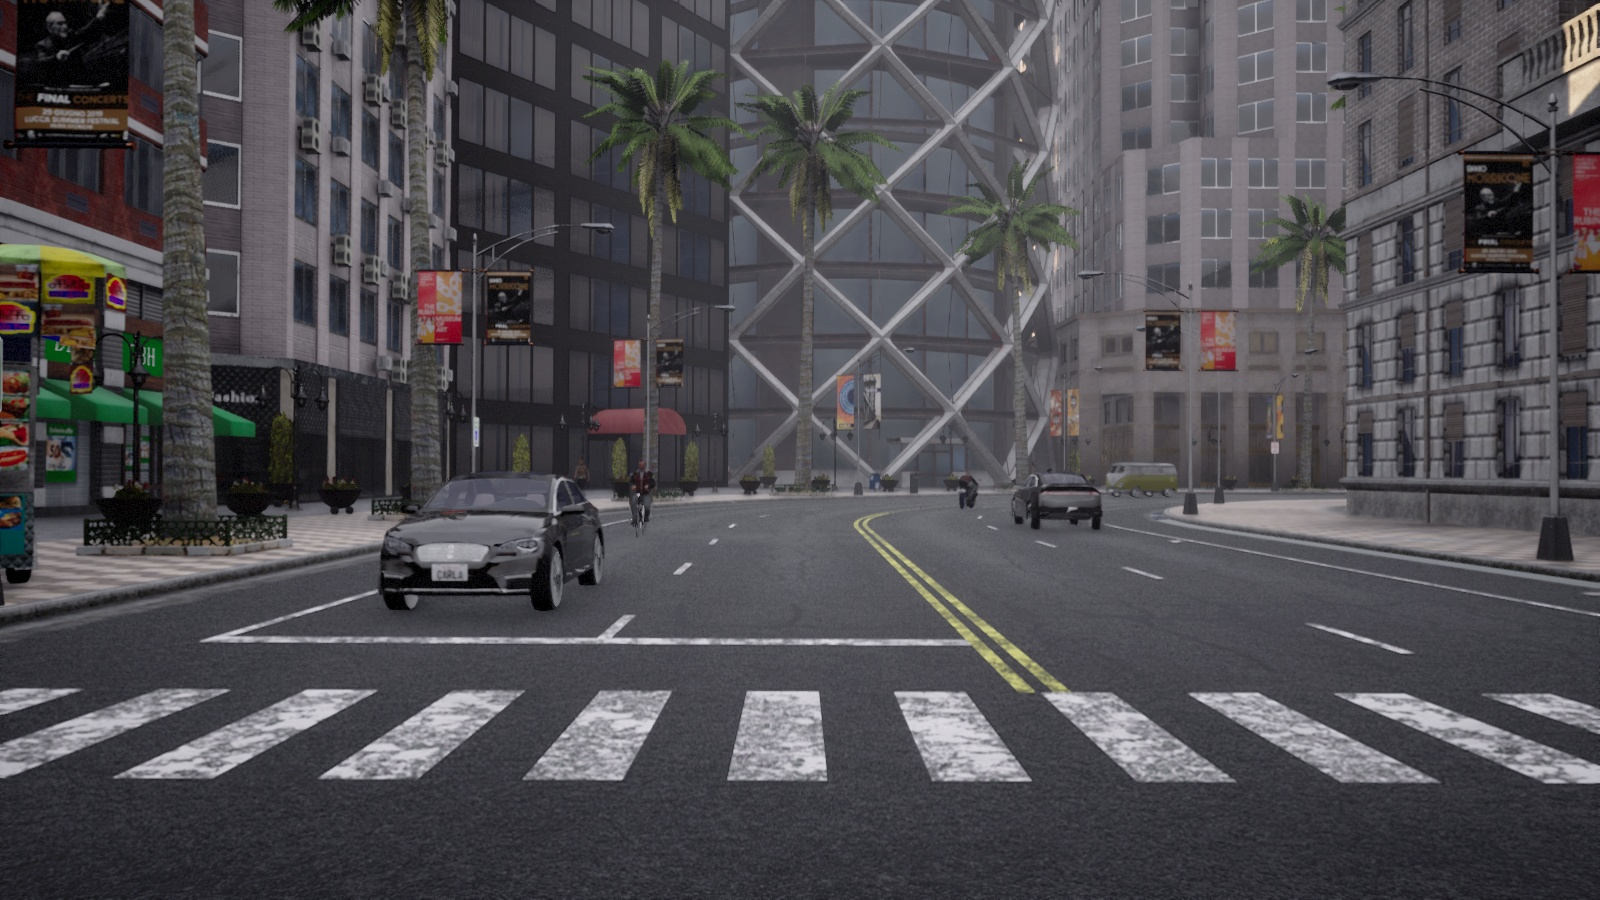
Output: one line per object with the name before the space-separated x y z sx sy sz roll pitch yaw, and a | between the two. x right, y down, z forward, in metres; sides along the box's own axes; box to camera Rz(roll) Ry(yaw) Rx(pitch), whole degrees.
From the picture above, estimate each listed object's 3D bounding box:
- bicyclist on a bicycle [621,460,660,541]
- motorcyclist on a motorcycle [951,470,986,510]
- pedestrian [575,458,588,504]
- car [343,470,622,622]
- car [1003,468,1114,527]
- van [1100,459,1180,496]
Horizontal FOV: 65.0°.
bicyclist on a bicycle | -3.576 1.115 28.260 0.659 1.776 1.843 0 -1 0
motorcyclist on a motorcycle | 6.688 1.557 49.829 0.866 1.530 2.191 0 -1 21
pedestrian | -8.933 1.265 51.442 0.331 1.846 0.634 0 -1 10
car | -3.544 1.005 15.100 2.128 1.511 4.902 0 -1 0
car | 6.977 1.249 34.436 2.128 1.511 4.902 0 -1 1
van | 19.223 1.537 70.916 4.442 1.987 1.775 0 -1 -31
